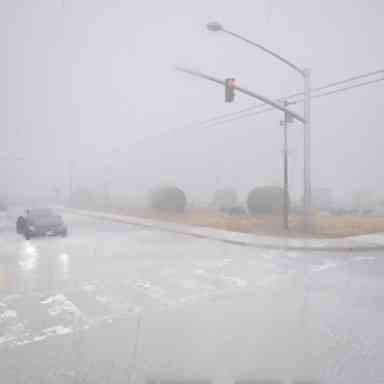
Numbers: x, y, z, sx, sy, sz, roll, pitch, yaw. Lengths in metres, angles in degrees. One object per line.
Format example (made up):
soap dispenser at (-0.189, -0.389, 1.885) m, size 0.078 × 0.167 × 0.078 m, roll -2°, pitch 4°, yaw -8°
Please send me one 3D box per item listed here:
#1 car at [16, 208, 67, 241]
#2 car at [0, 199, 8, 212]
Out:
car at (-7.849, 1.580, 17.162) m, size 1.812 × 1.442 × 4.674 m, roll 0°, pitch 1°, yaw -35°
car at (-22.261, 1.481, 37.966) m, size 2.033 × 1.411 × 5.357 m, roll 0°, pitch 0°, yaw -35°
